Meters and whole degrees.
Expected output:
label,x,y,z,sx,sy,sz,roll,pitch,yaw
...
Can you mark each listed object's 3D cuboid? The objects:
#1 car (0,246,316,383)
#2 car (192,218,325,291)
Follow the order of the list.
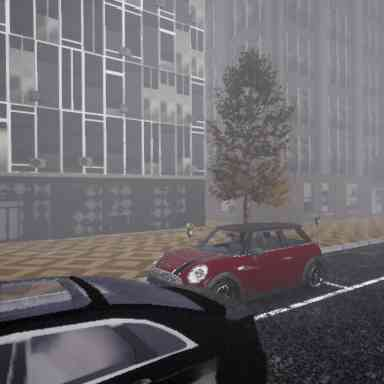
label,x,y,z,sx,sy,sz,roll,pitch,yaw
car,-1.591,1.491,2.246,4.902,1.511,2.128,0,0,-36
car,1.036,1.438,7.312,4.097,1.590,1.967,0,-1,-36
